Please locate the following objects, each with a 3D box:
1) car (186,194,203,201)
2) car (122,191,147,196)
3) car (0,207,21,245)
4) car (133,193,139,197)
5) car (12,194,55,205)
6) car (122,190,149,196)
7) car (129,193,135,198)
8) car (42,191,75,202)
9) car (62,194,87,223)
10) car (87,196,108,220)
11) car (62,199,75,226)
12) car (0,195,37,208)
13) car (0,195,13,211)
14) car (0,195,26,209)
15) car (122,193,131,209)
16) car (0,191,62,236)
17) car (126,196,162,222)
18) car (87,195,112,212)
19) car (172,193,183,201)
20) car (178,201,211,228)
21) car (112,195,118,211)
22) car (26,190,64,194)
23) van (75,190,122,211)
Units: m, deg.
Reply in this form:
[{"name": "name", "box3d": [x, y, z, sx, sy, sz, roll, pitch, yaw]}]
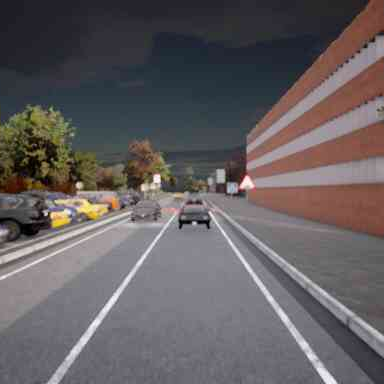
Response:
[{"name": "car", "box3d": [0.274, 1.014, 41.767, 2.097, 1.767, 4.553, 0, 1, 0]}, {"name": "car", "box3d": [-9.312, 1.028, 46.297, 5.008, 1.535, 2.097, 0, 1, 0]}, {"name": "car", "box3d": [-9.320, 1.437, 12.392, 4.674, 1.452, 2.002, 0, 1, 0]}, {"name": "car", "box3d": [-9.315, 1.132, 40.647, 4.674, 1.452, 2.002, 0, 1, 0]}, {"name": "car", "box3d": [-21.896, 1.029, 46.213, 4.892, 1.521, 2.231, 0, 1, 0]}, {"name": "car", "box3d": [-9.289, 0.709, 51.946, 5.566, 2.045, 2.435, 0, 1, 0]}, {"name": "car", "box3d": [-9.320, 1.163, 37.822, 4.674, 1.452, 2.002, 0, 1, 0]}, {"name": "car", "box3d": [-21.827, 0.792, 54.691, 4.553, 1.767, 2.185, 0, 0, 0]}, {"name": "car", "box3d": [-9.349, 1.180, 20.867, 4.553, 1.767, 2.185, 0, 1, 0]}, {"name": "car", "box3d": [-9.132, 1.272, 23.693, 5.366, 1.575, 1.946, 0, 1, 0]}, {"name": "car", "box3d": [-9.503, 1.333, 18.042, 5.366, 1.575, 1.946, 0, 1, 0]}, {"name": "car", "box3d": [-21.882, 1.093, 40.566, 4.892, 1.521, 2.231, 0, 1, 0]}, {"name": "car", "box3d": [-21.881, 1.153, 34.919, 5.008, 1.535, 2.097, 0, 1, 0]}, {"name": "car", "box3d": [-21.881, 1.122, 37.743, 5.008, 1.535, 2.097, 0, 1, 0]}, {"name": "car", "box3d": [-9.288, 1.183, 34.996, 4.792, 1.488, 2.163, 0, 1, 0]}, {"name": "car", "box3d": [-9.346, 1.115, 15.214, 5.566, 2.045, 2.435, 0, 1, 0]}, {"name": "car", "box3d": [-3.288, 1.320, 24.643, 1.837, 1.490, 4.892, 0, 1, 0]}, {"name": "car", "box3d": [-9.503, 1.241, 26.519, 5.366, 1.575, 1.946, 0, 1, 0]}, {"name": "car", "box3d": [-2.828, 0.868, 65.964, 1.882, 1.535, 5.008, 0, 1, 1]}, {"name": "car", "box3d": [0.142, 1.450, 20.896, 1.895, 1.301, 4.718, 0, 1, 0]}, {"name": "car", "box3d": [-9.315, 1.254, 29.345, 4.674, 1.452, 2.002, 0, 1, 0]}, {"name": "car", "box3d": [-21.862, 0.745, 48.910, 5.566, 2.045, 2.435, 0, 1, 0]}, {"name": "van", "box3d": [-9.434, 0.958, 32.168, 4.442, 1.987, 1.878, 0, 1, 0]}]
